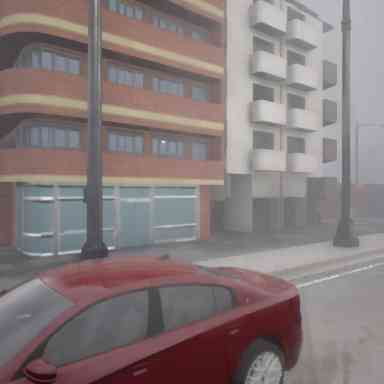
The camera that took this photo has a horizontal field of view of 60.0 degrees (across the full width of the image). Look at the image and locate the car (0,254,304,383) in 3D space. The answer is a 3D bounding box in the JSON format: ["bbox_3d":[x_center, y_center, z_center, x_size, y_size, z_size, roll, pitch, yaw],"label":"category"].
[{"bbox_3d":[-0.977,1.478,3.289,5.008,1.535,1.882,0,0,-36],"label":"car"}]
